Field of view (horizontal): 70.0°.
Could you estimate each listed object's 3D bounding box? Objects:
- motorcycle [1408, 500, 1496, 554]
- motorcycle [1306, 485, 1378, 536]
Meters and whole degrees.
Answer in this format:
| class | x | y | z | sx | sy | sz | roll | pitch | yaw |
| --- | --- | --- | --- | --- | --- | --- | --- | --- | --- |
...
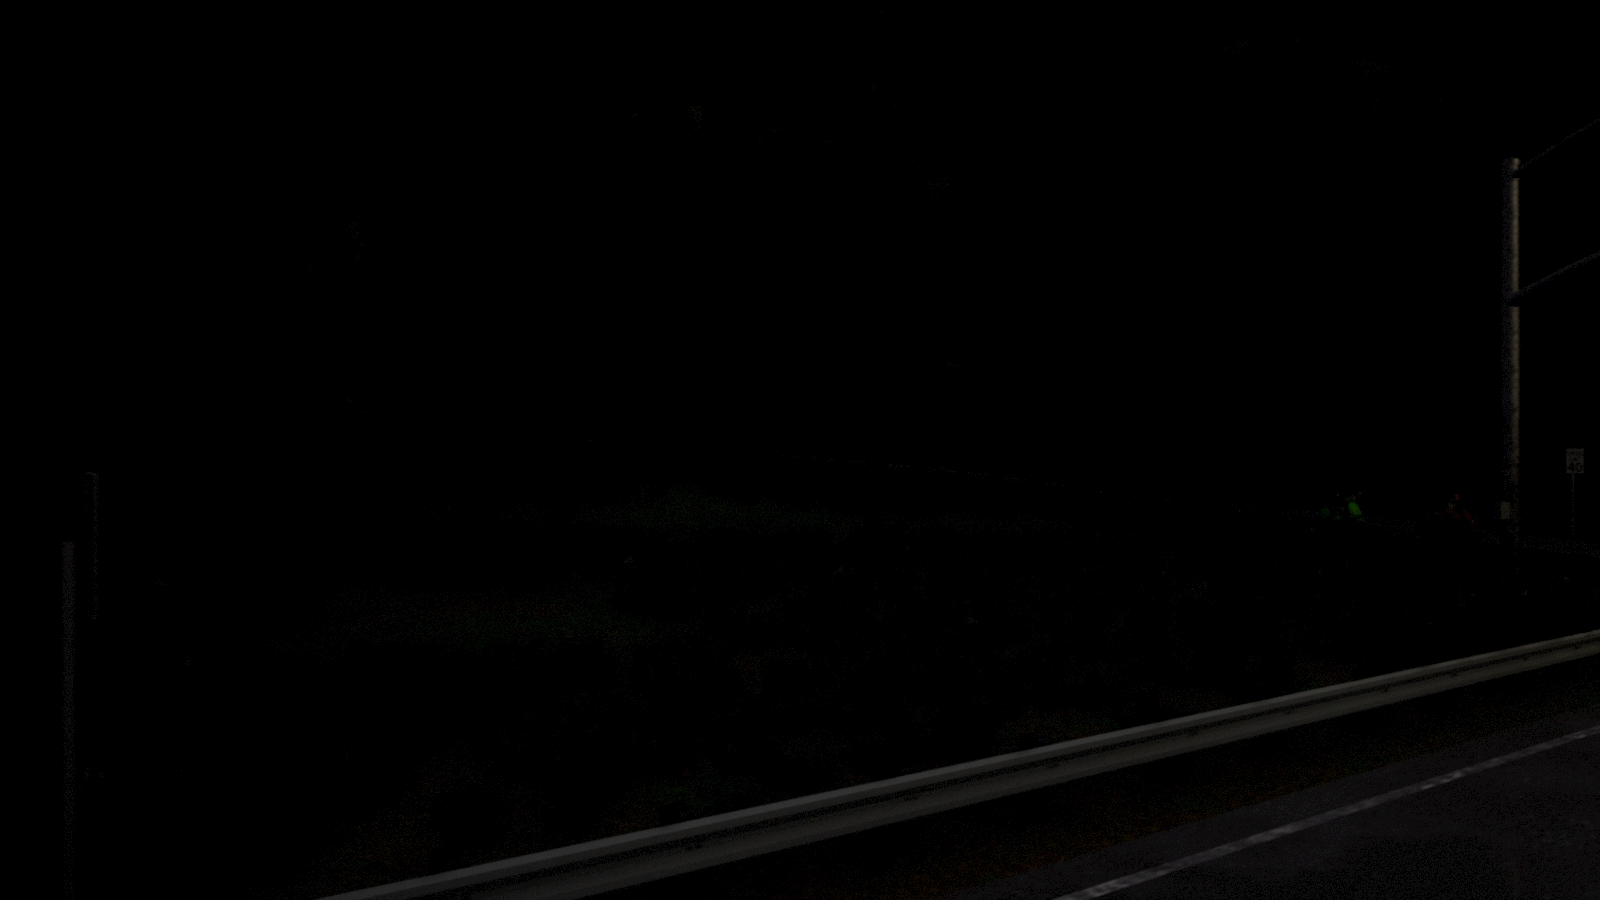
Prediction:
| class | x | y | z | sx | sy | sz | roll | pitch | yaw |
| --- | --- | --- | --- | --- | --- | --- | --- | --- | --- |
| motorcycle | 16.974 | 1.973 | 29.788 | 0.803 | 1.199 | 2.033 | 0 | 2 | -13 |
| motorcycle | 15.944 | 1.756 | 33.667 | 0.856 | 1.316 | 1.805 | 0 | 3 | -19 |
